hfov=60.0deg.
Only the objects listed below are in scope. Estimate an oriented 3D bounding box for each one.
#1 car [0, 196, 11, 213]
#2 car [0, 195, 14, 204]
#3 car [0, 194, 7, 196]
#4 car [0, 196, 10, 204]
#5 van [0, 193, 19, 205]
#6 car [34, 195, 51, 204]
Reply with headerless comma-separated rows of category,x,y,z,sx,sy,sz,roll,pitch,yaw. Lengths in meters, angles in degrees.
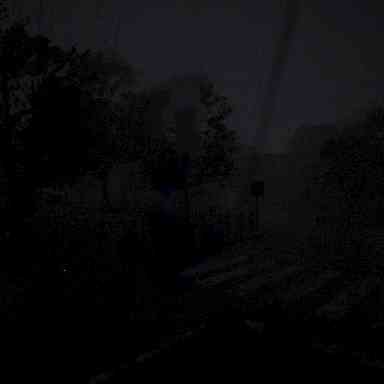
car,-19.145,1.375,33.869,1.994,1.385,4.181,0,0,-12
car,-37.030,1.456,63.665,2.185,1.767,4.553,-2,-1,40
car,-31.269,1.130,53.790,5.566,2.045,2.150,-1,0,40
car,-39.130,1.655,65.696,1.946,1.575,5.366,-2,-1,40
van,-34.753,1.289,61.658,1.878,1.987,4.442,-2,-1,40
car,-25.344,1.193,53.976,2.185,1.767,4.553,-1,-1,40
